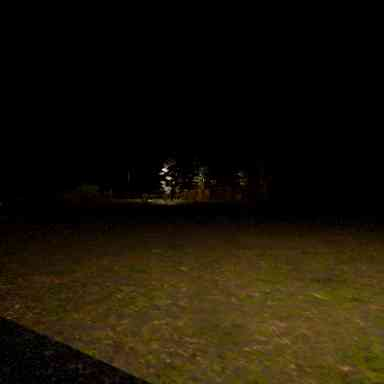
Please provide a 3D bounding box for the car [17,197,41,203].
[{"bbox_3d":[-36.303,1.714,74.123,1.895,1.301,4.718,0,0,34],"label":"car"}]
